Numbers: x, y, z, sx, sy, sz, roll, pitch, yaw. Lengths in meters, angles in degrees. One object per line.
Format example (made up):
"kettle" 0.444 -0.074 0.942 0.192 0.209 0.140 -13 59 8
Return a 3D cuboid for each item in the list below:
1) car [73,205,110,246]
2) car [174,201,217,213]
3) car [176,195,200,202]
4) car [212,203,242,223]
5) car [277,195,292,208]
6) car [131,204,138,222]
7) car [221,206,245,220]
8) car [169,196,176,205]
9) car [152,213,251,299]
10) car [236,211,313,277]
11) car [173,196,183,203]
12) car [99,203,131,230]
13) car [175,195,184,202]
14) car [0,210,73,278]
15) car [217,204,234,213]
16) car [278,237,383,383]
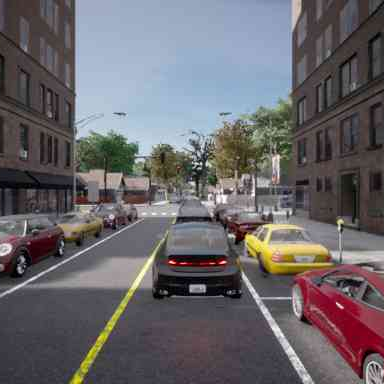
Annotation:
"car" -5.379 1.531 15.291 1.752 1.417 4.829 0 0 0
"car" 0.112 1.485 17.942 1.882 1.535 5.008 0 0 0
"car" 0.019 1.364 26.997 2.097 1.767 4.553 0 0 0
"car" 2.655 1.578 26.494 1.947 1.339 4.313 0 0 0
"car" 14.287 1.456 46.210 4.674 1.442 1.812 0 0 -2
"car" -5.370 1.594 26.499 1.802 1.307 4.206 0 0 0
"car" 2.646 1.550 15.458 1.887 1.381 4.507 0 0 0
"car" -3.065 1.578 61.046 1.812 1.442 4.674 0 0 2
"car" 0.107 1.507 8.458 1.837 1.490 4.892 0 0 0
"car" 2.642 1.528 10.110 1.752 1.417 4.829 0 0 0
"car" -2.986 1.570 71.433 1.837 1.490 4.892 0 0 0
"car" -5.375 1.449 20.980 1.967 1.590 4.097 0 0 0
"car" -3.008 1.617 83.246 2.128 1.511 4.902 0 0 0
"car" -5.383 1.443 9.943 1.967 1.590 4.097 0 0 0
"car" 2.651 1.591 20.976 1.802 1.307 4.206 0 0 0
"car" 2.638 1.582 4.421 1.802 1.307 4.206 0 0 0
